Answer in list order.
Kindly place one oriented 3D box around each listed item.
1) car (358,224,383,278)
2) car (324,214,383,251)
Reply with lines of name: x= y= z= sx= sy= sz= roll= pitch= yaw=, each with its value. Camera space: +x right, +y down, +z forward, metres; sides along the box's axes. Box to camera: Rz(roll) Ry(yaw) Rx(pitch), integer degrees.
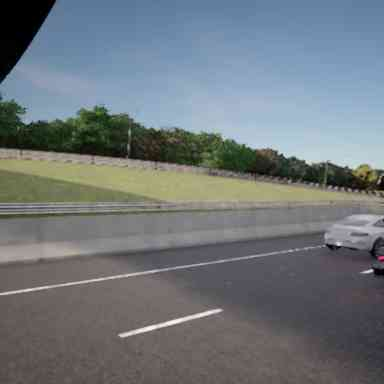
car: x=6.854 y=1.619 z=8.723 sx=5.357 sy=1.411 sz=2.033 roll=0 pitch=0 yaw=-35
car: x=7.135 y=1.617 z=13.192 sx=4.674 sy=1.442 sz=1.812 roll=0 pitch=0 yaw=-35
